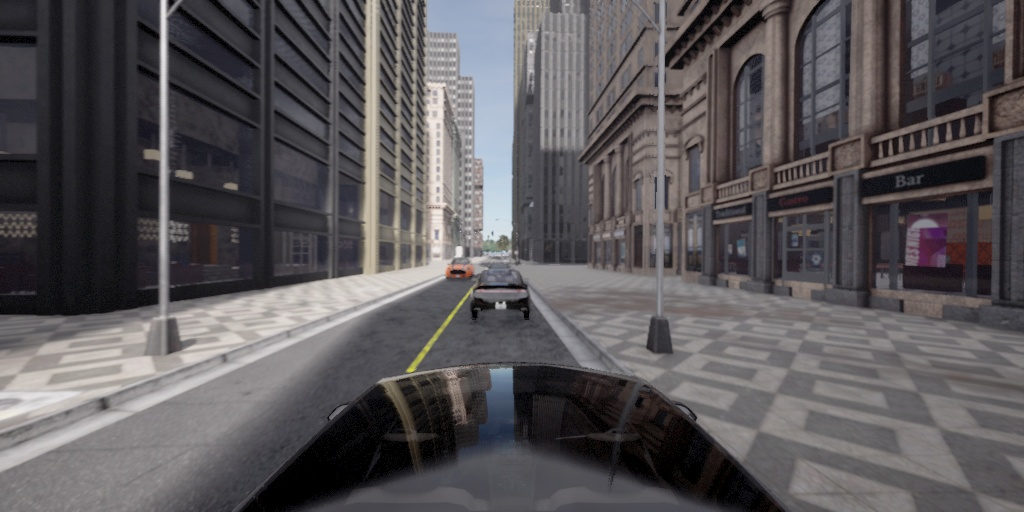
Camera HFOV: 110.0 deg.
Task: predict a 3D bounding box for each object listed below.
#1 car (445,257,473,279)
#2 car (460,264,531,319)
[{"bbox_3d":[-4.294,0.967,30.033,2.097,1.767,4.553,0,0,-2],"label":"car"},{"bbox_3d":[-0.409,1.200,12.529,2.128,1.511,4.902,0,0,-2],"label":"car"}]
